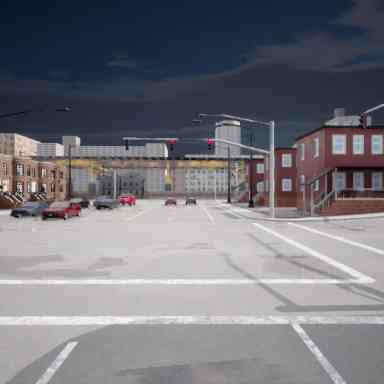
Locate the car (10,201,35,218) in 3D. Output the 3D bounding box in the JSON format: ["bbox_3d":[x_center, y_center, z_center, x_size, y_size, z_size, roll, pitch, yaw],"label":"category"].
[{"bbox_3d":[-14.180,1.548,29.986,2.033,1.411,5.357,0,0,0],"label":"car"}]

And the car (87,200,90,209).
[{"bbox_3d":[-14.209,1.476,41.522,1.882,1.535,5.008,0,0,0],"label":"car"}]

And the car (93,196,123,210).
[{"bbox_3d":[-10.710,1.546,42.342,2.033,1.411,5.357,0,0,0],"label":"car"}]

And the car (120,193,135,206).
[{"bbox_3d":[-10.725,1.223,54.596,2.150,2.045,5.566,0,0,1],"label":"car"}]

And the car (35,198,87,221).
[{"bbox_3d":[-10.675,1.478,27.538,1.882,1.535,5.008,0,0,0],"label":"car"}]

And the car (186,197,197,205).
[{"bbox_3d":[-0.168,1.526,58.619,1.812,1.442,4.674,0,0,0],"label":"car"}]

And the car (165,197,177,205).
[{"bbox_3d":[-3.562,1.526,56.801,1.812,1.442,4.674,0,0,0],"label":"car"}]
